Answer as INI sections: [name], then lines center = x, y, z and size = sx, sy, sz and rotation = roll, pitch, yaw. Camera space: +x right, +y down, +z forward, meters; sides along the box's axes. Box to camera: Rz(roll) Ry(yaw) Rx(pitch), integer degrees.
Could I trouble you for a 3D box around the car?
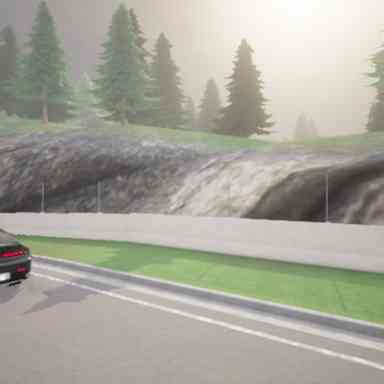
[car]
center = -5.919, 1.508, 8.077
size = 4.892, 1.490, 1.837
rotation = -1, -1, 32
